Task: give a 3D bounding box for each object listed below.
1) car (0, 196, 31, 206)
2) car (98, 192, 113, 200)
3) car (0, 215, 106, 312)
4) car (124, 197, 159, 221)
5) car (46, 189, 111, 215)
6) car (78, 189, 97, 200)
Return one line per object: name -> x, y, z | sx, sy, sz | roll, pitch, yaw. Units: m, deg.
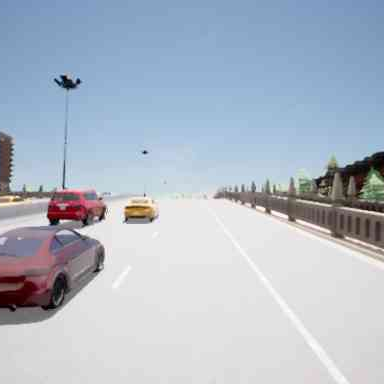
car -> -14.103, 1.075, 25.273 | 1.882, 1.535, 5.008 | 0, 1, 0
car -> -17.514, 0.786, 67.557 | 1.837, 1.490, 4.892 | 0, -2, 0
car -> -3.410, 1.461, 7.594 | 1.994, 1.385, 4.181 | 0, 1, 0
car -> -3.412, 1.112, 23.067 | 1.882, 1.535, 5.008 | 0, 1, 0
car -> -6.915, 0.901, 20.480 | 2.150, 2.045, 5.566 | 0, 1, 0
car -> -21.014, 0.493, 67.121 | 2.150, 2.045, 5.566 | 0, -2, 0
